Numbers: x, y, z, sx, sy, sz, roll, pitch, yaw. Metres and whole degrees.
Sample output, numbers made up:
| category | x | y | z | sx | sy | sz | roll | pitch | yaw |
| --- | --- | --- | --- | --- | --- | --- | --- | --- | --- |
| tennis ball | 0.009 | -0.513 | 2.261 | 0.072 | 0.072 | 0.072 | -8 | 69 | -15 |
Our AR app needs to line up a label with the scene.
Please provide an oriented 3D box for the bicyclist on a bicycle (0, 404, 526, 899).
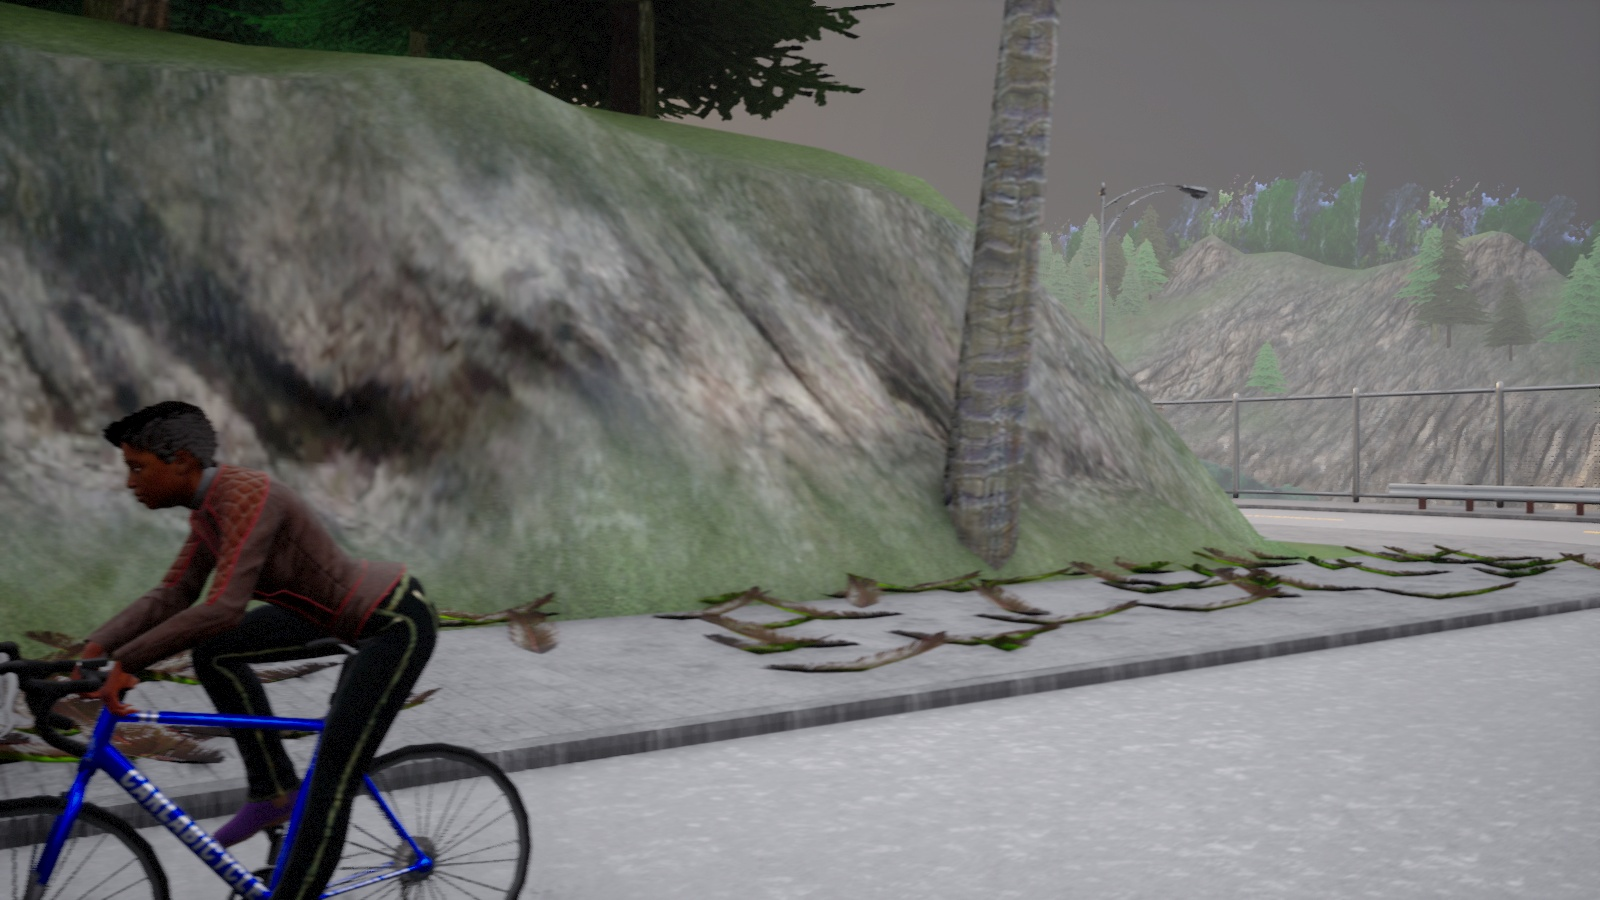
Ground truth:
| category | x | y | z | sx | sy | sz | roll | pitch | yaw |
| --- | --- | --- | --- | --- | --- | --- | --- | --- | --- |
| bicyclist on a bicycle | -1.591 | 0.709 | 3.163 | 1.656 | 1.620 | 0.582 | 0 | 0 | -35 |
